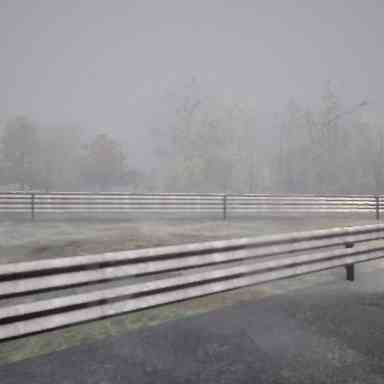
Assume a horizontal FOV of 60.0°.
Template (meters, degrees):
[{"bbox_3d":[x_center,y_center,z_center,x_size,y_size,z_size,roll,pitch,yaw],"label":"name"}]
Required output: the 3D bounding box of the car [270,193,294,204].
[{"bbox_3d":[10.188,0.967,29.978,5.357,1.411,2.033,1,0,-12],"label":"car"}]

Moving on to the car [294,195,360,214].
[{"bbox_3d":[10.964,1.032,26.557,4.718,1.301,1.895,1,0,-12],"label":"car"}]
